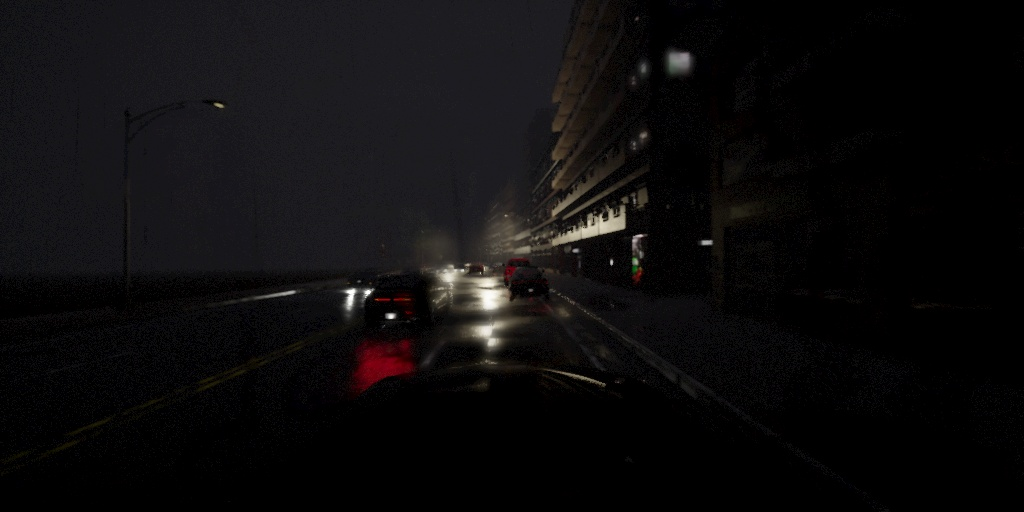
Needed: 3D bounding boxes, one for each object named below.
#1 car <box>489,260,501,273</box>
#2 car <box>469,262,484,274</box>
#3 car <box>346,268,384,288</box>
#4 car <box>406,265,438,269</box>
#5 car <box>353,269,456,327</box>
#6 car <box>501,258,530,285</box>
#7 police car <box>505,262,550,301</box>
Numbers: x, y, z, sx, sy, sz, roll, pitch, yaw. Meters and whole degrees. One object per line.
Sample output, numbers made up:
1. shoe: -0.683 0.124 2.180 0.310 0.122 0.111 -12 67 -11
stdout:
1. car: -1.920 1.676 52.482 2.128 1.511 4.902 0 0 -5
2. car: -4.862 1.638 49.336 1.882 1.535 5.008 0 -1 -4
3. car: -10.311 1.532 26.020 1.994 1.385 4.181 0 0 -2
4. car: -7.049 1.510 25.919 2.033 1.411 5.357 0 0 -2
5. car: -3.231 1.344 11.870 1.837 1.490 4.892 0 0 -1
6. car: 0.448 1.197 28.391 2.150 2.045 5.566 0 0 -2
7. police car: 0.773 1.313 18.388 1.930 1.638 5.238 0 0 -1
